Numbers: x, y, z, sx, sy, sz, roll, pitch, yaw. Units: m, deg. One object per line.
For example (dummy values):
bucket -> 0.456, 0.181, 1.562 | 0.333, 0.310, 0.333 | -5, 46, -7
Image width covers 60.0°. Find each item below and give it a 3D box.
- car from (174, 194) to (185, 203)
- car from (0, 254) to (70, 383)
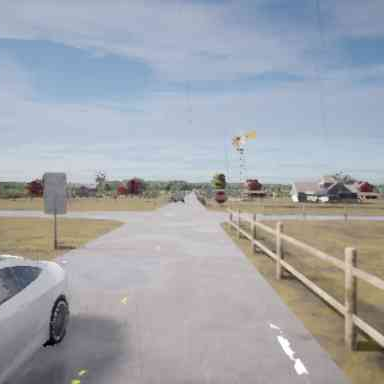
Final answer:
car -> -2.750, 1.435, 72.595 | 2.150, 2.045, 5.566 | 0, 0, 0
car -> -2.846, 1.523, 3.631 | 1.812, 1.442, 4.674 | 0, 0, 0
